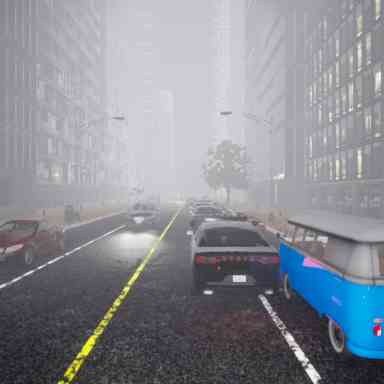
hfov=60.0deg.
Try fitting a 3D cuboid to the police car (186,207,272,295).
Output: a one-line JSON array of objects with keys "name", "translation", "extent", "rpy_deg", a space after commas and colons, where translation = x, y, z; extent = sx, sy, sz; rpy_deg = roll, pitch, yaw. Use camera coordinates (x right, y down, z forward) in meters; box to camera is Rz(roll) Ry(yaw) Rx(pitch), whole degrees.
[{"name": "police car", "translation": [0.888, 1.425, 8.835], "extent": [1.930, 1.638, 5.238], "rpy_deg": [0, 0, 0]}]

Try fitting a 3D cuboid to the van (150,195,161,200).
[{"name": "van", "translation": [-5.760, 1.328, 51.240], "extent": [1.690, 1.788, 3.998], "rpy_deg": [0, 0, 0]}]

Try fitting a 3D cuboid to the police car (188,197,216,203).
[{"name": "police car", "translation": [0.866, 1.425, 24.835], "extent": [1.930, 1.638, 5.238], "rpy_deg": [0, 0, 0]}]

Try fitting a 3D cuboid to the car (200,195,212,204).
[{"name": "car", "translation": [2.605, 1.410, 62.633], "extent": [1.967, 1.590, 4.097], "rpy_deg": [0, 0, 0]}]

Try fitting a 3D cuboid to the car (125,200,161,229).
[{"name": "car", "translation": [-3.129, 1.491, 21.988], "extent": [2.128, 1.511, 4.902], "rpy_deg": [0, 0, 0]}]

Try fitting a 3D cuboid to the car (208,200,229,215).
[{"name": "car", "translation": [2.643, 1.581, 34.171], "extent": [1.802, 1.307, 4.206], "rpy_deg": [0, 0, 0]}]

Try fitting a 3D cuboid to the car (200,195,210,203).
[{"name": "car", "translation": [2.597, 1.401, 68.325], "extent": [1.967, 1.590, 4.097], "rpy_deg": [0, 0, 0]}]

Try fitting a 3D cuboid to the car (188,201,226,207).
[{"name": "car", "translation": [0.874, 1.478, 18.725], "extent": [1.882, 1.535, 5.008], "rpy_deg": [0, 0, 0]}]

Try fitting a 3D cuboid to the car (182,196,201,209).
[{"name": "car", "translation": [-0.052, 1.594, 45.802], "extent": [1.895, 1.301, 4.718], "rpy_deg": [0, 0, 0]}]

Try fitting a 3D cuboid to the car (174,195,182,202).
[{"name": "car", "translation": [-3.107, 1.438, 77.241], "extent": [2.128, 1.511, 4.902], "rpy_deg": [0, 0, 0]}]

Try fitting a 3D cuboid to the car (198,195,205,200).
[{"name": "car", "translation": [2.566, 1.463, 91.095], "extent": [1.887, 1.381, 4.507], "rpy_deg": [0, 0, 0]}]

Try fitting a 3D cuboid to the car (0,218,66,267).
[{"name": "car", "translation": [-5.706, 1.582, 11.392], "extent": [1.802, 1.307, 4.206], "rpy_deg": [0, 0, 0]}]

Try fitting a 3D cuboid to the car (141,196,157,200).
[{"name": "car", "translation": [-5.745, 1.548, 39.855], "extent": [2.008, 1.369, 4.403], "rpy_deg": [0, 0, 0]}]

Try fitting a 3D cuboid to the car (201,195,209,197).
[{"name": "car", "translation": [2.628, 1.544, 45.555], "extent": [2.008, 1.369, 4.403], "rpy_deg": [0, 0, 0]}]

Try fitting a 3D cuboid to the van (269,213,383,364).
[{"name": "van", "translation": [2.683, 1.341, 5.709], "extent": [1.690, 1.788, 3.998], "rpy_deg": [0, 0, 0]}]
